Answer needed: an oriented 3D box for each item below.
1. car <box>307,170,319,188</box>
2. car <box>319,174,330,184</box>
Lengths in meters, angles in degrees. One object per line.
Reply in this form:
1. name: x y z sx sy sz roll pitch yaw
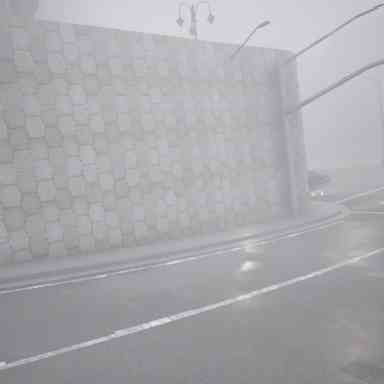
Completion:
1. car: 8.043 -0.739 29.593 2.033 1.411 5.357 -11 7 -35
2. car: 10.712 -1.344 31.801 1.837 1.490 4.892 -11 6 -34
